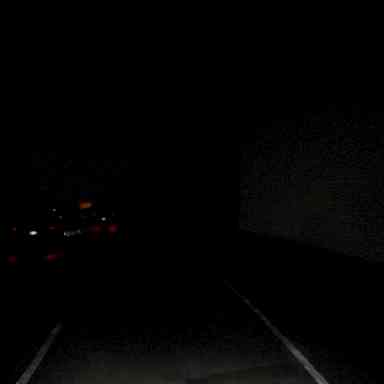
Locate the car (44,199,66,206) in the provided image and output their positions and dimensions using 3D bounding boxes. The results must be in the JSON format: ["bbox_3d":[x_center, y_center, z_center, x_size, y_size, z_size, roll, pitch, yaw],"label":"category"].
[{"bbox_3d":[-14.212,1.508,34.455,1.837,1.490,4.892,0,0,-21],"label":"car"}]

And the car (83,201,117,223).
[{"bbox_3d":[-6.972,1.597,25.387,1.895,1.301,4.718,0,0,-21],"label":"car"}]

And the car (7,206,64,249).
[{"bbox_3d":[-6.809,1.566,14.788,1.994,1.385,4.181,0,0,-19],"label":"car"}]

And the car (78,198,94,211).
[{"bbox_3d":[-12.717,1.475,40.287,1.882,1.535,5.008,0,0,-21],"label":"car"}]
